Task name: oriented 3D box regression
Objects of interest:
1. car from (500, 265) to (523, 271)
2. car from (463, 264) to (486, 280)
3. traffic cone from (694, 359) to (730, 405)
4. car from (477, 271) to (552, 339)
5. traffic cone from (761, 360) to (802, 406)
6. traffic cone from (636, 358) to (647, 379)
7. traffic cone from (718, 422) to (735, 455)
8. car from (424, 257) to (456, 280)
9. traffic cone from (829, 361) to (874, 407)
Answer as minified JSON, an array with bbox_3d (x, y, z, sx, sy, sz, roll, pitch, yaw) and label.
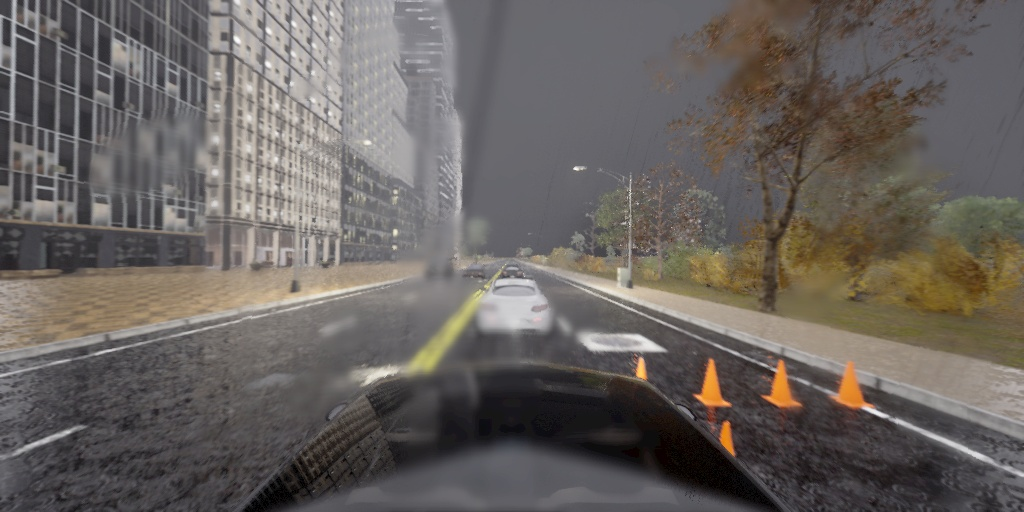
[{"bbox_3d":[-0.012,1.481,30.480,1.812,1.442,4.674,1,0,0],"label":"car"},{"bbox_3d":[-3.466,1.484,34.514,2.033,1.411,5.357,1,0,0],"label":"car"},{"bbox_3d":[2.839,1.769,5.112,0.340,0.580,0.340,0,0,0],"label":"traffic cone"},{"bbox_3d":[0.060,1.337,10.212,1.812,1.442,4.674,1,0,0],"label":"car"},{"bbox_3d":[3.839,1.782,5.115,0.340,0.580,0.340,0,0,0],"label":"traffic cone"},{"bbox_3d":[1.839,1.755,5.108,0.340,0.580,0.340,0,0,0],"label":"traffic cone"},{"bbox_3d":[1.846,1.741,3.108,0.340,0.580,0.340,0,0,0],"label":"traffic cone"},{"bbox_3d":[-6.709,1.110,34.131,2.150,2.045,5.566,1,0,0],"label":"car"},{"bbox_3d":[4.839,1.796,5.119,0.340,0.580,0.340,0,0,0],"label":"traffic cone"}]
